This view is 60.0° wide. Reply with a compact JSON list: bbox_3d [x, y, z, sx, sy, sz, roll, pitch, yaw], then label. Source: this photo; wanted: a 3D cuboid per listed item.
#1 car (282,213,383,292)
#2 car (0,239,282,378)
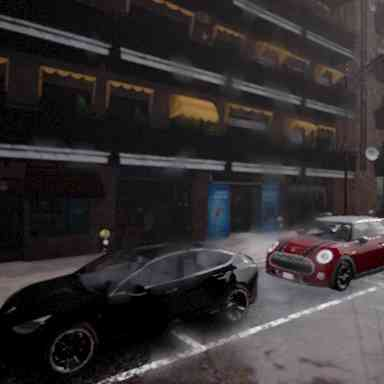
[{"bbox_3d":[3.844,1.401,8.828,4.097,1.590,1.967,0,1,-36],"label":"car"},{"bbox_3d":[-0.752,1.554,5.550,4.313,1.339,1.947,0,1,-36],"label":"car"}]
